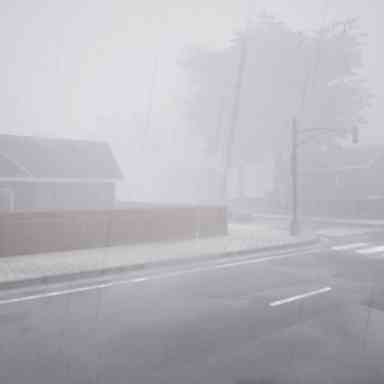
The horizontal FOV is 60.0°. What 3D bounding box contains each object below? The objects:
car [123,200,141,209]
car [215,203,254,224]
[{"bbox_3d":[-8.387,1.884,45.970,2.128,1.511,4.902,0,0,-29],"label":"car"},{"bbox_3d":[2.932,1.713,27.488,1.882,1.535,5.008,0,0,-33],"label":"car"}]
